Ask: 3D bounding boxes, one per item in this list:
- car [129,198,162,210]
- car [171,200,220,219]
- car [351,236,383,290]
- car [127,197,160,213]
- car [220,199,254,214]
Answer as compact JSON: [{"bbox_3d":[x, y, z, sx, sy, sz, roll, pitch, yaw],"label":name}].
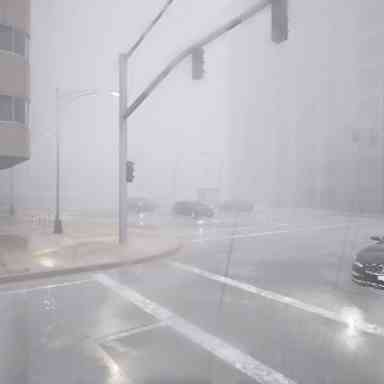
[{"bbox_3d":[-6.205,1.547,43.964,2.033,1.411,5.357,0,0,-36],"label":"car"},{"bbox_3d":[-0.027,1.504,29.235,1.837,1.490,4.892,0,0,-36],"label":"car"},{"bbox_3d":[5.850,1.505,8.179,4.892,1.490,1.837,0,0,-36],"label":"car"},{"bbox_3d":[-5.932,1.352,37.334,2.097,1.767,4.553,0,0,-37],"label":"car"},{"bbox_3d":[4.402,1.491,35.329,2.128,1.511,4.902,0,0,-36],"label":"car"}]
